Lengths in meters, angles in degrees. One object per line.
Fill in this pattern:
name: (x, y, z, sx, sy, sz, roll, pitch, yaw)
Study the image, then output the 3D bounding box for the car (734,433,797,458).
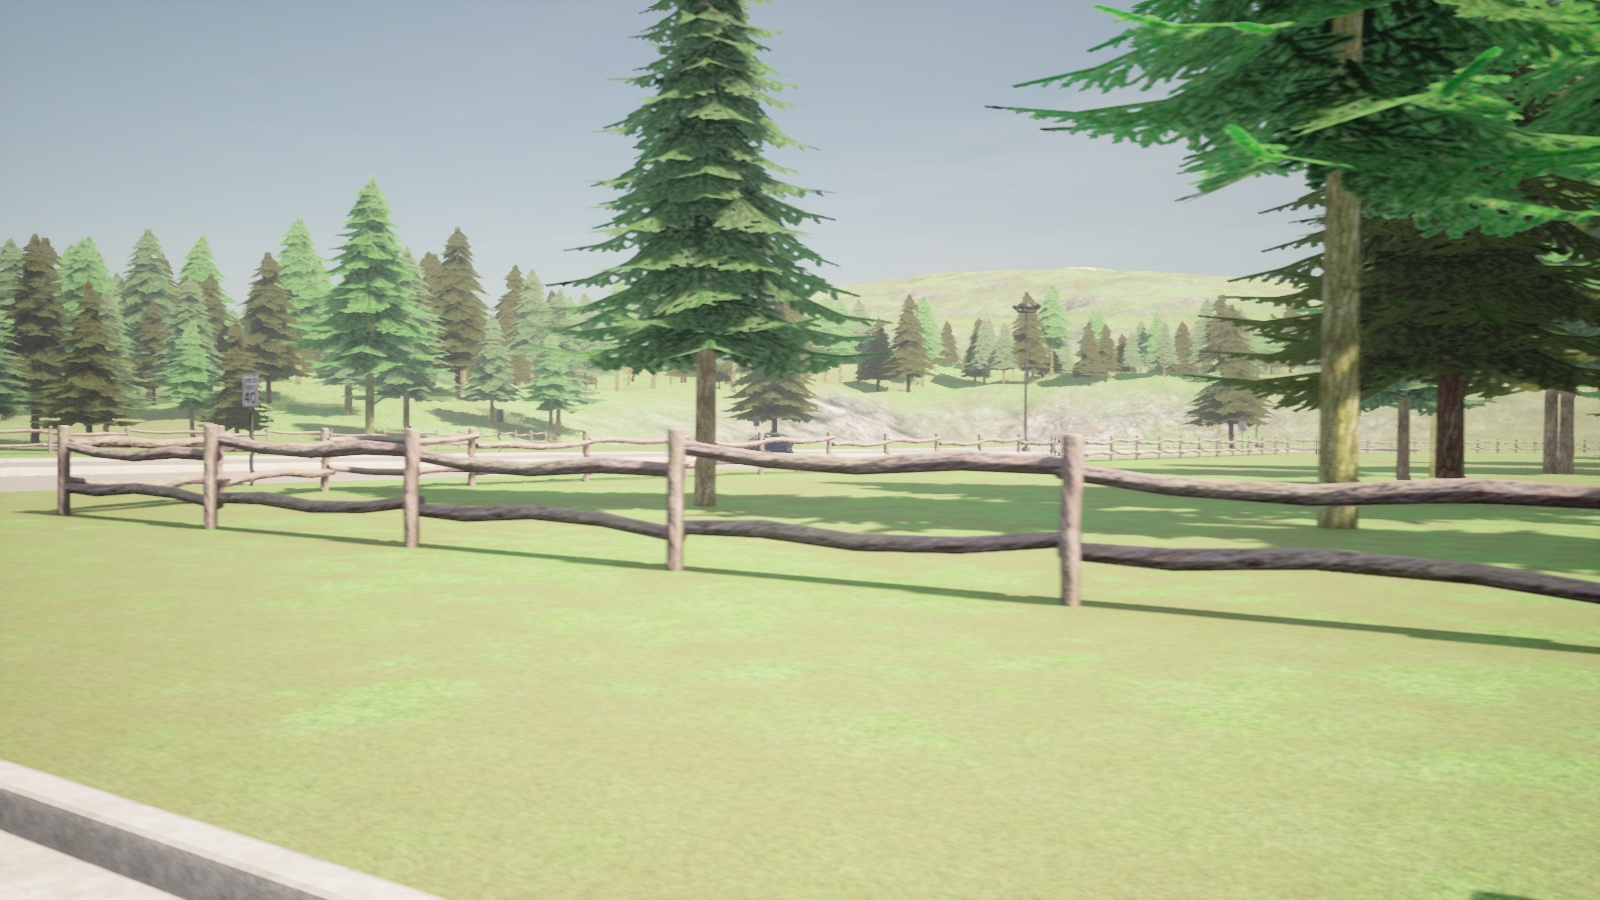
car: (-2.137, -0.308, 78.579, 1.816, 1.474, 4.193, 0, 1, 34)
